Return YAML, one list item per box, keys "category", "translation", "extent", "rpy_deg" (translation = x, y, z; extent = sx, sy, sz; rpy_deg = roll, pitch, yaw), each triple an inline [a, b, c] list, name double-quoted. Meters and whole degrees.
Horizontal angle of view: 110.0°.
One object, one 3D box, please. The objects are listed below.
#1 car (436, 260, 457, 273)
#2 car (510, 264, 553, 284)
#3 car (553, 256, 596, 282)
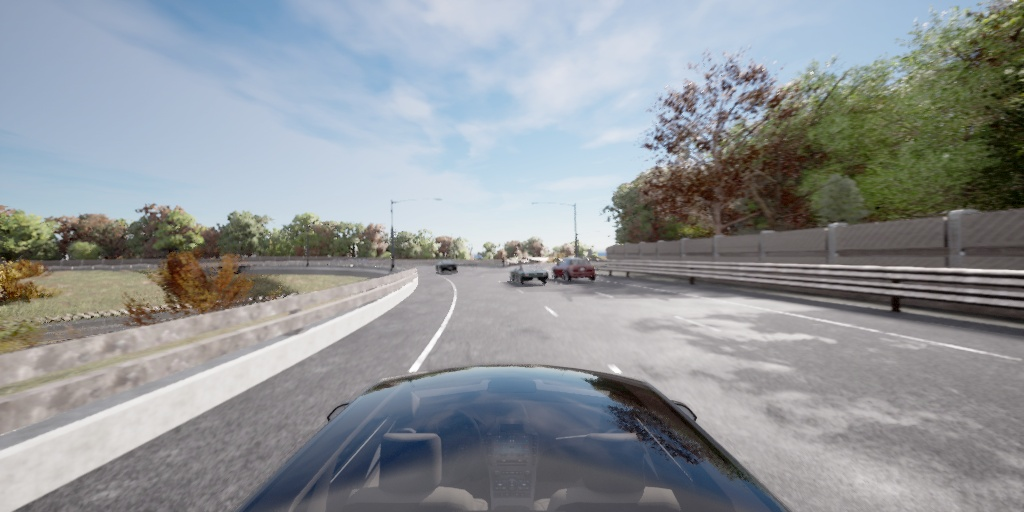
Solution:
- category: "car"
  translation: [-7.943, 1.242, 43.182]
  extent: [1.882, 1.535, 5.008]
  rpy_deg: [-1, 0, -22]
- category: "car"
  translation: [1.101, 1.238, 25.585]
  extent: [1.895, 1.301, 4.718]
  rpy_deg: [-1, 0, -11]
- category: "car"
  translation: [4.487, 0.912, 26.808]
  extent: [2.097, 1.767, 4.553]
  rpy_deg: [-1, 0, -10]
